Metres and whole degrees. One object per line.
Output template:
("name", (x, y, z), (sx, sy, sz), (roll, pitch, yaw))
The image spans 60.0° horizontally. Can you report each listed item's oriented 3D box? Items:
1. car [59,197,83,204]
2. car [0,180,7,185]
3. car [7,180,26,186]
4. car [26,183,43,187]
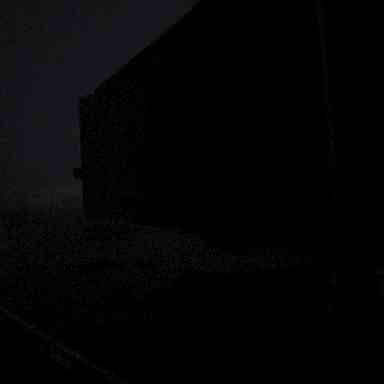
("car", (-24.047, 1.688, 66.493), (2.033, 1.411, 5.357), (-5, -1, 19))
("car", (-45.529, -1.966, 75.445), (2.097, 1.535, 5.008), (-5, -3, 22))
("car", (-43.558, -1.957, 80.607), (2.185, 1.767, 4.553), (-5, -3, 21))
("car", (-41.622, -1.654, 85.992), (2.163, 1.488, 4.792), (-5, -3, 19))
